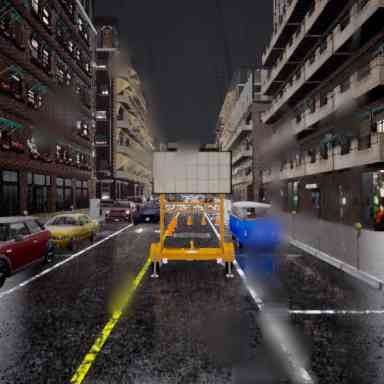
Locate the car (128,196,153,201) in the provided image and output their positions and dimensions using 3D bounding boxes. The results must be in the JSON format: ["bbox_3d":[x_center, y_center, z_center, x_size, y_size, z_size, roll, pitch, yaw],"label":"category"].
[{"bbox_3d":[-5.324,1.319,31.050,2.192,1.841,5.009,1,0,0],"label":"car"}]

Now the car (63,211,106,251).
[{"bbox_3d":[-5.316,1.527,14.233,1.752,1.417,4.829,1,0,0],"label":"car"}]

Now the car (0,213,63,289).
[{"bbox_3d":[-5.312,1.442,8.854,1.967,1.590,4.097,1,0,0],"label":"car"}]

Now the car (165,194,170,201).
[{"bbox_3d":[-5.343,1.529,58.625,1.752,1.417,4.829,1,0,0],"label":"car"}]

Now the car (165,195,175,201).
[{"bbox_3d":[-5.356,1.552,80.991,2.008,1.369,4.403,1,0,0],"label":"car"}]

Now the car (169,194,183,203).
[{"bbox_3d":[-2.791,1.355,66.035,2.097,1.767,4.553,0,0,0],"label":"car"}]

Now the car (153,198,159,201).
[{"bbox_3d":[-5.327,1.319,36.599,2.192,1.841,5.009,1,0,0],"label":"car"}]

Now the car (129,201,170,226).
[{"bbox_3d":[-2.865,1.567,23.425,1.994,1.385,4.181,0,0,0],"label":"car"}]

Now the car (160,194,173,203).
[{"bbox_3d":[-5.347,1.318,69.893,2.192,1.841,5.009,1,0,0],"label":"car"}]

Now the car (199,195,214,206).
[{"bbox_3d":[2.542,1.444,53.271,1.967,1.590,4.097,1,0,0],"label":"car"}]

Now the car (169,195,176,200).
[{"bbox_3d":[-5.363,1.582,92.089,1.802,1.307,4.206,1,0,0],"label":"car"}]

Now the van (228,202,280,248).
[{"bbox_3d":[2.566,1.343,14.427,1.690,1.788,3.998,1,0,0],"label":"van"}]

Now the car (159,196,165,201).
[{"bbox_3d":[-5.337,1.586,47.697,1.802,1.307,4.206,1,0,0],"label":"car"}]

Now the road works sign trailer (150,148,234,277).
[{"bbox_3d":[0.000,0.466,10.229,2.380,3.560,2.880,0,0,0],"label":"road works sign trailer"}]

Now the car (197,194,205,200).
[{"bbox_3d":[2.519,1.440,92.115,1.967,1.590,4.097,1,0,0],"label":"car"}]

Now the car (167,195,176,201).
[{"bbox_3d":[-5.360,1.567,86.540,1.947,1.339,4.313,1,0,0],"label":"car"}]

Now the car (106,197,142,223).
[{"bbox_3d":[-5.322,1.443,25.501,1.967,1.590,4.097,1,0,0],"label":"car"}]
